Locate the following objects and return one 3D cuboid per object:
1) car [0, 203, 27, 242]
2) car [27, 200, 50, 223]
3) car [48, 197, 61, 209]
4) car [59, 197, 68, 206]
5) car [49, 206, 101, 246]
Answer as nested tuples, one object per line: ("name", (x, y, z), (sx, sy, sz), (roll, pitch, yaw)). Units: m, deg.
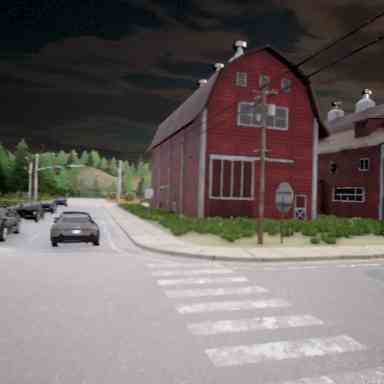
("car", (-9.344, 1.393, 15.562), (1.837, 1.490, 4.892), (2, -1, -17))
("car", (-12.121, 1.509, 24.711), (1.895, 1.301, 4.718), (2, -1, -17))
("car", (-14.949, 1.530, 34.073), (1.895, 1.301, 4.718), (2, -1, -17))
("car", (-19.880, 1.517, 50.678), (2.033, 1.411, 5.357), (2, -1, -17))
("car", (-5.344, 1.576, 15.258), (1.994, 1.385, 4.181), (2, -1, -21))
